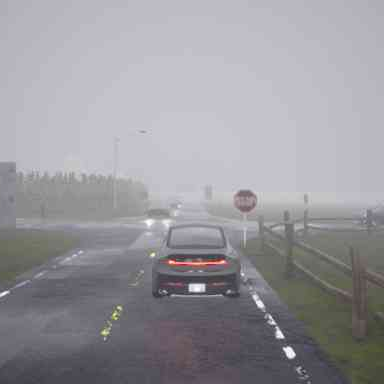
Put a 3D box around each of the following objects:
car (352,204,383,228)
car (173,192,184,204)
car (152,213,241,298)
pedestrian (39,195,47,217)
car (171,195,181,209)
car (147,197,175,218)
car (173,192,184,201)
[{"bbox_3d":[14.277,1.649,24.365,4.553,1.767,2.097,1,-1,0],"label":"car"},{"bbox_3d":[-2.910,1.360,58.023,2.097,1.767,4.553,0,0,0],"label":"car"},{"bbox_3d":[0.087,1.506,8.505,1.837,1.490,4.892,0,0,0],"label":"car"},{"bbox_3d":[-12.217,1.140,27.267,0.375,1.860,0.375,0,-2,0],"label":"pedestrian"},{"bbox_3d":[-2.919,1.484,44.486,1.882,1.535,5.008,0,0,0],"label":"car"},{"bbox_3d":[-2.900,1.482,30.366,1.882,1.535,5.008,0,0,0],"label":"car"},{"bbox_3d":[-2.881,0.928,73.672,2.150,2.045,5.566,0,0,0],"label":"car"}]
